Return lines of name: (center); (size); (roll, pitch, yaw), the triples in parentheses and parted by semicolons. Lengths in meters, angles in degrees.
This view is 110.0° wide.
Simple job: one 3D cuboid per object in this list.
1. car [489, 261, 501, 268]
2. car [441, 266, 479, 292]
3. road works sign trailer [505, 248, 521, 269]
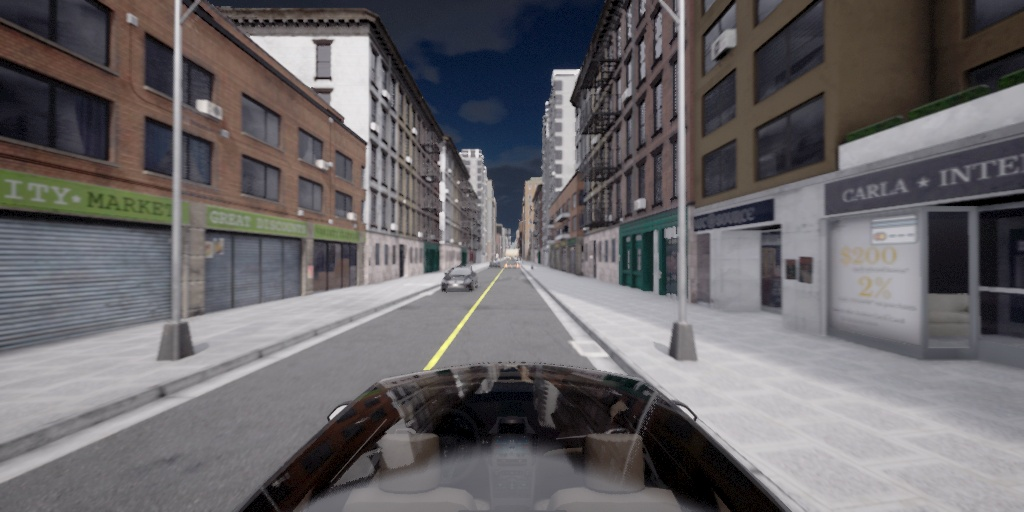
car: (-3.025, 1.504, 64.085); (1.994, 1.385, 4.181); (0, 0, 1)
car: (-3.098, 1.355, 22.011); (1.812, 1.442, 4.674); (0, 0, 0)
road works sign trailer: (0.009, 0.402, 62.019); (2.380, 3.560, 2.880); (0, 0, 0)
